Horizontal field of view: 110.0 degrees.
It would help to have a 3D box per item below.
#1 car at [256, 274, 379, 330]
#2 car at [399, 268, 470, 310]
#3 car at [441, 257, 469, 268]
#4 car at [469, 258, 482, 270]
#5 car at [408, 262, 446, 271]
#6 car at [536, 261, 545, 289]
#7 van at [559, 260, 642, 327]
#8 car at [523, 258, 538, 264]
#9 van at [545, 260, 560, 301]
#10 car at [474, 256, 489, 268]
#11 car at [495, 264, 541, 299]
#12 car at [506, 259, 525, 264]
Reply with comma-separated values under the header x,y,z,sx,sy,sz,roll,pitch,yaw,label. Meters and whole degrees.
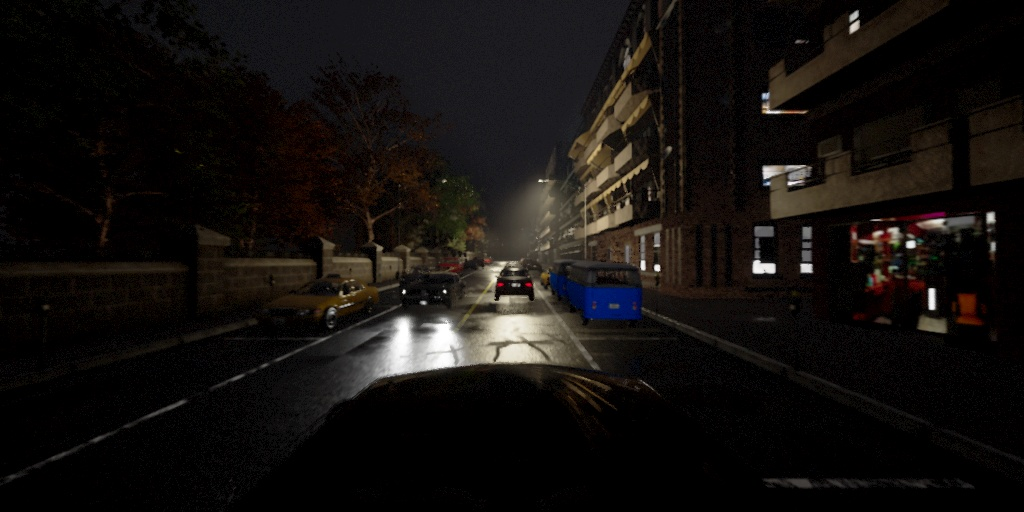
x,y,z,sx,sy,sz,roll,pitch,yaw,label
-5.687,1.268,11.148,1.751,1.417,4.829,0,0,0,car
-3.096,1.340,14.827,1.895,1.301,4.718,0,0,0,car
-5.680,1.039,33.412,2.192,1.841,5.009,0,0,0,car
-5.676,1.276,49.982,1.948,1.339,4.313,0,0,0,car
-5.684,1.284,22.364,2.007,1.370,4.403,0,0,0,car
2.697,1.258,22.531,1.751,1.417,4.829,0,0,0,car
2.694,1.083,11.316,1.690,1.789,3.998,0,0,0,van
2.703,1.280,44.455,1.948,1.339,4.313,0,0,0,car
2.696,1.078,16.839,1.690,1.789,3.998,0,0,0,van
-5.673,1.016,61.029,2.192,1.841,5.009,0,0,0,car
0.107,1.284,17.771,2.033,1.411,5.357,0,0,0,car
0.111,1.321,37.565,1.895,1.301,4.718,0,0,0,car
